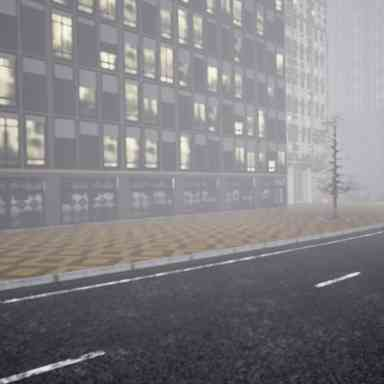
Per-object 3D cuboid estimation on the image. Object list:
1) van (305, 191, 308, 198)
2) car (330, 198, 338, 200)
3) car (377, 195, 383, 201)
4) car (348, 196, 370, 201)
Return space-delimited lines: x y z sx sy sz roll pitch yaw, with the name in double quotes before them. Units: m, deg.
"van" 26.979 0.542 81.340 1.690 1.788 3.998 -1 1 -40
"car" 27.713 1.026 67.212 1.947 1.339 4.313 -1 1 -40
"car" 34.892 1.098 58.396 1.947 1.339 4.313 -1 1 -40
"car" 31.287 1.079 62.792 1.802 1.307 4.206 -1 1 -40
